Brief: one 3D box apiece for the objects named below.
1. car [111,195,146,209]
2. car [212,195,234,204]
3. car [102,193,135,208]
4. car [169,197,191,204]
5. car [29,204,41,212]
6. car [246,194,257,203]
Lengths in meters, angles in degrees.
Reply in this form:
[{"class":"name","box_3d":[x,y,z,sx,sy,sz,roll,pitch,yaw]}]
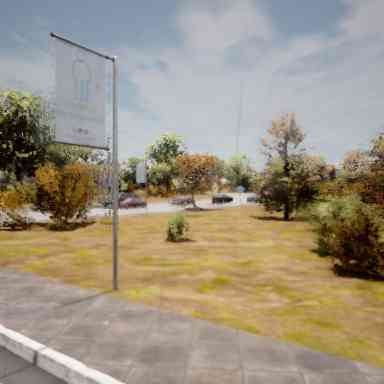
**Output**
[{"class":"car","box_3d":[-8.293,1.508,45.447,1.812,1.442,4.674,0,0,38]},{"class":"car","box_3d":[5.365,1.195,56.976,1.882,1.535,5.008,0,1,36]},{"class":"car","box_3d":[-10.422,1.199,48.396,2.150,2.045,5.566,0,0,39]},{"class":"car","box_3d":[-1.777,1.344,53.558,2.128,1.511,4.902,0,1,39]},{"class":"car","box_3d":[-17.038,1.642,40.154,1.895,1.301,4.718,0,0,39]},{"class":"car","box_3d":[11.538,1.143,59.752,2.033,1.411,5.357,0,1,33]}]
